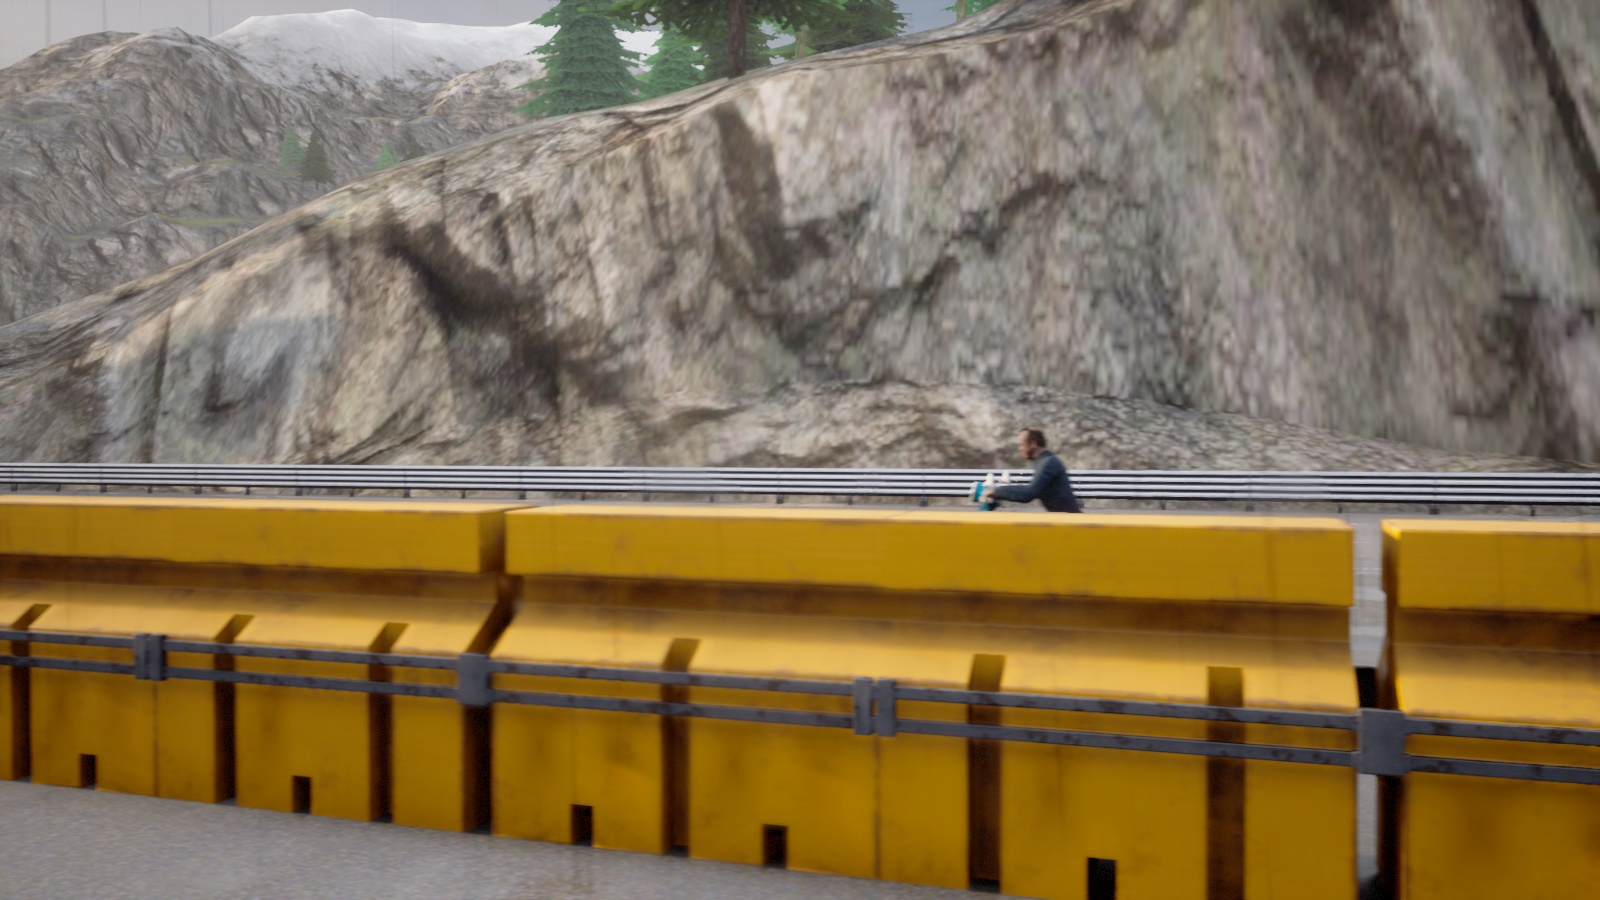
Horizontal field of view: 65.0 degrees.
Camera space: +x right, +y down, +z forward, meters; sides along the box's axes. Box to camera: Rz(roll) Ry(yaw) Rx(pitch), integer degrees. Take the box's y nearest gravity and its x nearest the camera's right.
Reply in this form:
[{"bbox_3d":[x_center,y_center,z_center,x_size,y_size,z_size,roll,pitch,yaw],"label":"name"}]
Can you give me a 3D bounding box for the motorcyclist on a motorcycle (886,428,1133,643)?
[{"bbox_3d":[1.680,0.626,10.012,1.817,1.590,0.866,0,1,19],"label":"motorcyclist on a motorcycle"}]
